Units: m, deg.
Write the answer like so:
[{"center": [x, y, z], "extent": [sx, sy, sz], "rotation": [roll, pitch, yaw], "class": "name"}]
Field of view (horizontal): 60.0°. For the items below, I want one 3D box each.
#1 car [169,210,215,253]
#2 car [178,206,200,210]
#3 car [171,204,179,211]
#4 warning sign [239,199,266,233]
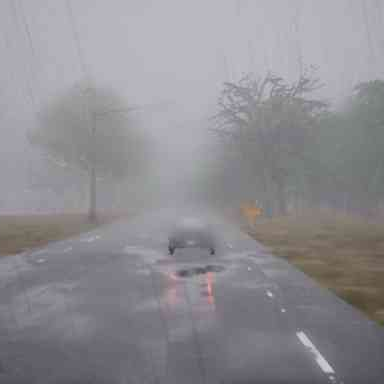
[{"center": [0.008, 1.708, 14.379], "extent": [1.812, 1.442, 4.674], "rotation": [0, -1, 0], "class": "car"}, {"center": [0.007, 2.063, 29.121], "extent": [1.895, 1.301, 4.718], "rotation": [0, -1, 0], "class": "car"}, {"center": [-3.489, 3.370, 71.821], "extent": [2.033, 1.411, 5.357], "rotation": [0, -2, 0], "class": "car"}, {"center": [3.526, 1.383, 19.418], "extent": [1.300, 1.860, 1.060], "rotation": [-2, -3, 0], "class": "warning sign"}]
